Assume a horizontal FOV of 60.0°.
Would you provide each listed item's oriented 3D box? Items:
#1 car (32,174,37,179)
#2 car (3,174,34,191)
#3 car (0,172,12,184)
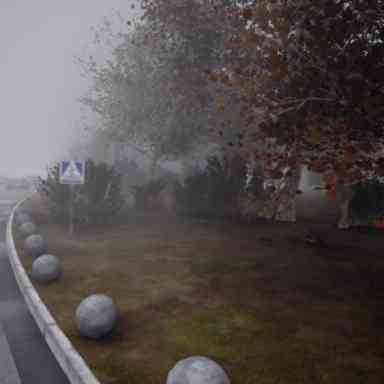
[{"bbox_3d":[-23.828,-1.924,49.521,2.128,1.511,4.902,1,4,-20],"label":"car"},{"bbox_3d":[-19.226,-0.937,37.030,1.994,1.385,4.181,1,4,-20],"label":"car"},{"bbox_3d":[-25.485,-1.604,44.326,1.994,1.385,4.181,1,4,-20],"label":"car"}]
